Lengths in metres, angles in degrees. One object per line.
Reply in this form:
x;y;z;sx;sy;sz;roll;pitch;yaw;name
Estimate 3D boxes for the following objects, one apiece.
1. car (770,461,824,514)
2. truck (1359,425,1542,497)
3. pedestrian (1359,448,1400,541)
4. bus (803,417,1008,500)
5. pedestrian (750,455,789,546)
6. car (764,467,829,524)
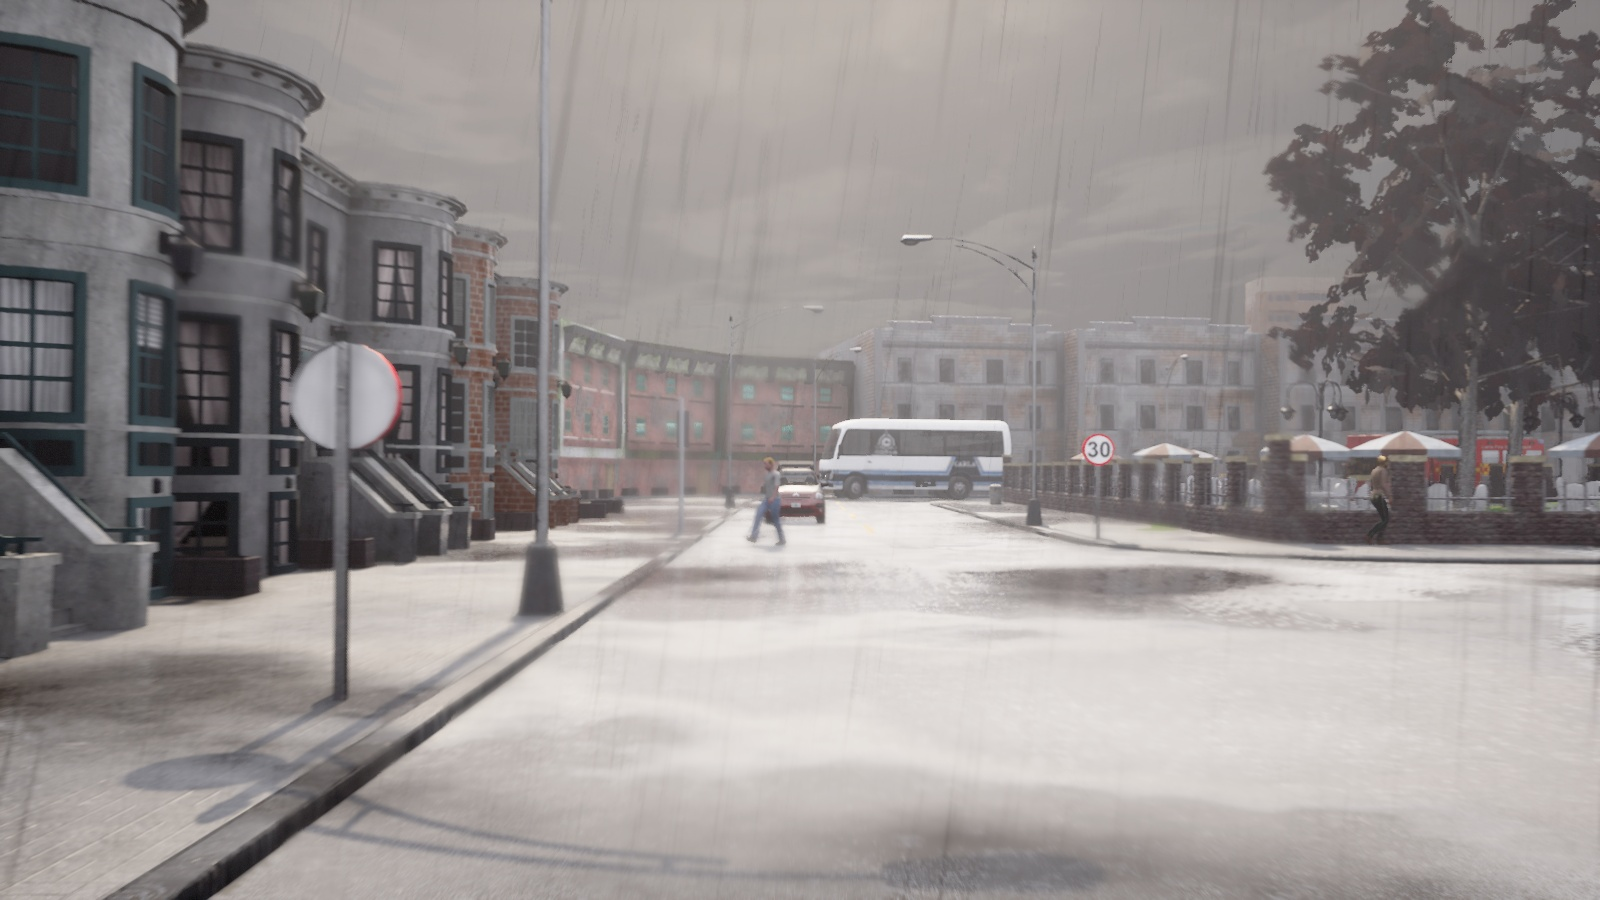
-0.128;1.355;46.472;1.905;1.878;3.866;0;-1;0;car
35.559;0.608;68.834;8.468;3.827;2.891;0;-1;0;truck
11.561;0.878;25.063;0.634;1.846;0.331;0;-1;2;pedestrian
5.565;0.483;67.128;10.273;4.253;3.944;0;-1;-10;bus
-0.621;1.018;25.664;0.706;1.836;0.354;0;-1;-34;pedestrian
-0.095;1.316;37.665;1.851;1.617;3.988;0;-1;0;car
